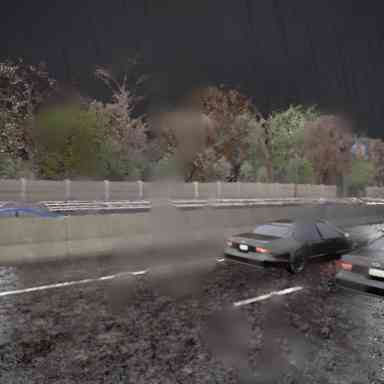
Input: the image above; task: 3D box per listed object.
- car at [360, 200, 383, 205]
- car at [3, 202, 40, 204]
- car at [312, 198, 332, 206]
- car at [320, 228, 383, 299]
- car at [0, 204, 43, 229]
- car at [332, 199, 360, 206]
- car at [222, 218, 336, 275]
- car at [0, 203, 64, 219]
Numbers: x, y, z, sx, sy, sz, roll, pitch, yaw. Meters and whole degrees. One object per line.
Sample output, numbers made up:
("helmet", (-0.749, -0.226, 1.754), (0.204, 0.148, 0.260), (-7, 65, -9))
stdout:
("car", (24.090, 1.657, 42.652), (4.718, 1.301, 1.895), (0, 0, -35))
("car", (-9.996, 1.354, 18.357), (4.553, 1.767, 2.097), (0, 0, -35))
("car", (19.157, 1.580, 47.725), (4.674, 1.442, 1.812), (0, 0, -35))
("car", (5.491, 1.556, 7.668), (5.357, 1.411, 2.033), (0, 0, -36))
("car", (-12.179, 1.527, 21.103), (4.674, 1.442, 1.812), (0, 0, -36))
("car", (21.627, 1.657, 45.193), (4.718, 1.301, 1.895), (0, 0, -35))
("car", (3.453, 1.556, 10.511), (5.357, 1.411, 2.033), (0, 0, -35))
("car", (-8.423, 1.479, 15.183), (5.008, 1.535, 1.882), (0, 0, -35))
